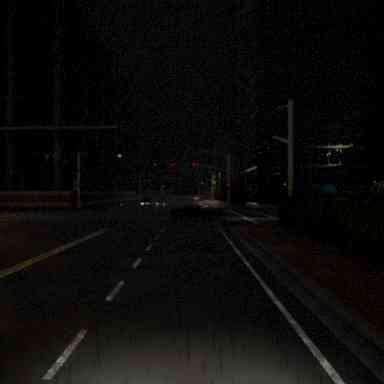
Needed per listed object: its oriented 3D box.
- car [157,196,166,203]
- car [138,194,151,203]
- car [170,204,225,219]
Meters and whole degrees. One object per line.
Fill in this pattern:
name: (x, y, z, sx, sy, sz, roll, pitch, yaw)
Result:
car: (-7.011, 1.667, 76.810, 1.837, 1.490, 4.892, 0, 0, 0)
car: (-10.511, 1.707, 76.810, 2.033, 1.411, 5.357, 0, 0, 0)
car: (0.452, 1.657, 28.965, 4.718, 1.301, 1.895, 0, 0, -2)
